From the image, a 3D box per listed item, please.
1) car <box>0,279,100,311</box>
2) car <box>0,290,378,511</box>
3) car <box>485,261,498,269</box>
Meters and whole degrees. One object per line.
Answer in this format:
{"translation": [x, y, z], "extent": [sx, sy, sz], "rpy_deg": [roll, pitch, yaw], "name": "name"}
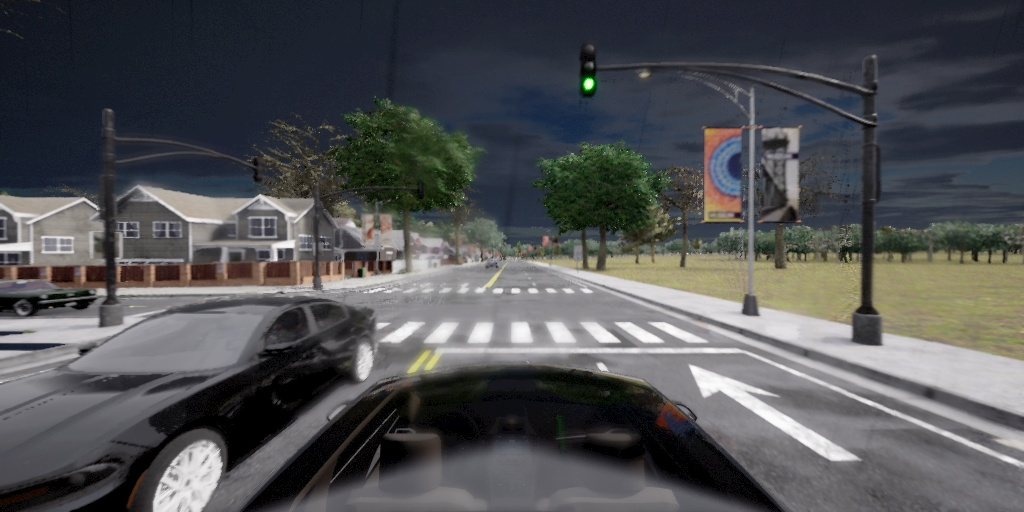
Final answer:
{"translation": [-19.208, 1.578, 13.969], "extent": [4.718, 1.301, 1.895], "rpy_deg": [-1, 1, 3], "name": "car"}
{"translation": [-3.249, 1.246, 4.208], "extent": [1.882, 1.535, 5.008], "rpy_deg": [0, 0, 0], "name": "car"}
{"translation": [-3.251, 1.428, 58.286], "extent": [1.994, 1.385, 4.181], "rpy_deg": [0, 0, 0], "name": "car"}
